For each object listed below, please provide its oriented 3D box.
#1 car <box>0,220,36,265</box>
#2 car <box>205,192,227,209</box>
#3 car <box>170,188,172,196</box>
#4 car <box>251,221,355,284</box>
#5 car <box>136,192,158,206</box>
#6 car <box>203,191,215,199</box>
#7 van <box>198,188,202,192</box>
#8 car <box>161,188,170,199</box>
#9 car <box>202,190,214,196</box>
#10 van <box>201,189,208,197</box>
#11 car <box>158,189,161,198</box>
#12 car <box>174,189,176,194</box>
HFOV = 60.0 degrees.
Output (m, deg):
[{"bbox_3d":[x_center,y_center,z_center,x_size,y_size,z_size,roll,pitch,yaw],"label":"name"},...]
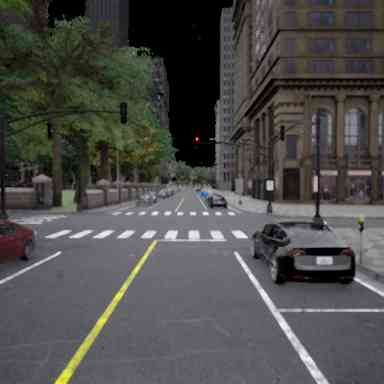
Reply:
[{"bbox_3d":[-5.771,1.446,9.002,1.802,1.307,4.206,0,1,0],"label":"car"},{"bbox_3d":[2.737,1.025,35.424,1.947,1.339,4.313,0,1,0],"label":"car"},{"bbox_3d":[-5.811,0.265,67.952,2.192,1.841,5.009,0,1,0],"label":"car"},{"bbox_3d":[2.754,1.428,8.990,1.947,1.339,4.313,0,1,0],"label":"car"},{"bbox_3d":[-5.792,0.928,40.857,2.008,1.369,4.403,0,1,0],"label":"car"},{"bbox_3d":[2.733,0.942,40.843,1.947,1.339,4.313,0,1,0],"label":"car"},{"bbox_3d":[2.711,0.203,73.358,1.690,1.788,3.998,0,1,0],"label":"van"},{"bbox_3d":[-5.807,0.477,62.534,1.967,1.590,4.097,0,1,0],"label":"car"},{"bbox_3d":[2.730,0.815,46.433,1.752,1.417,4.829,0,1,0],"label":"car"},{"bbox_3d":[2.725,0.549,51.679,1.690,1.788,3.998,0,1,0],"label":"van"},{"bbox_3d":[-5.796,0.734,46.275,1.967,1.590,4.097,0,1,0],"label":"car"},{"bbox_3d":[-5.821,0.002,84.211,2.192,1.841,5.009,0,1,0],"label":"car"}]
